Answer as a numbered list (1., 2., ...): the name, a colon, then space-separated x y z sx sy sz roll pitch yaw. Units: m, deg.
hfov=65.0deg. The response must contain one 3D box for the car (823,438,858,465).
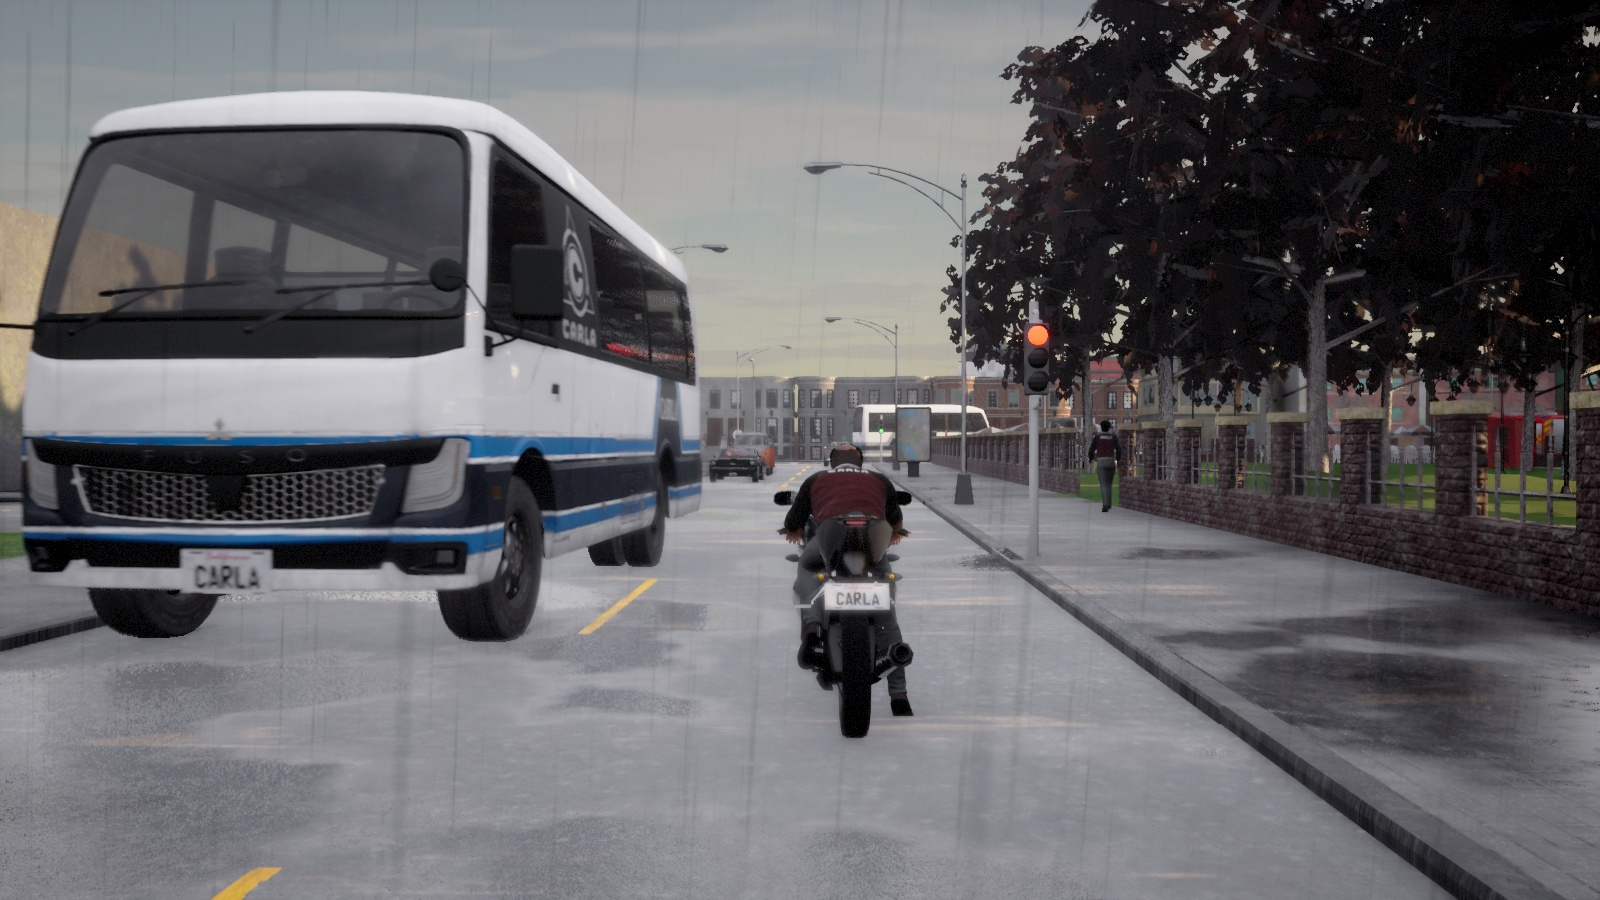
1. car: 2.615 0.069 81.256 2.152 1.651 5.027 0 0 2

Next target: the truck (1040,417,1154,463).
1. truck: 22.212 -0.750 94.248 7.936 3.462 2.891 0 0 2

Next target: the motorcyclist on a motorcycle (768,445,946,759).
1. motorcyclist on a motorcycle: 0.271 0.741 7.237 0.866 1.530 2.191 0 0 0

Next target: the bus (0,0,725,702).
1. bus: -3.411 -0.703 12.511 3.944 4.253 10.273 0 0 4

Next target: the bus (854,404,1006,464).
1. bus: 9.448 -1.139 91.627 10.273 4.253 3.944 0 0 -12

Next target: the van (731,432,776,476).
1. van: -2.134 0.169 58.141 1.775 1.987 4.442 0 0 2

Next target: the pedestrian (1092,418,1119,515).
1. pedestrian: 6.153 0.318 25.296 0.402 1.930 0.666 0 0 2

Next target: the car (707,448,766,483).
1. car: -2.426 0.568 49.116 1.895 1.301 4.718 0 0 2
